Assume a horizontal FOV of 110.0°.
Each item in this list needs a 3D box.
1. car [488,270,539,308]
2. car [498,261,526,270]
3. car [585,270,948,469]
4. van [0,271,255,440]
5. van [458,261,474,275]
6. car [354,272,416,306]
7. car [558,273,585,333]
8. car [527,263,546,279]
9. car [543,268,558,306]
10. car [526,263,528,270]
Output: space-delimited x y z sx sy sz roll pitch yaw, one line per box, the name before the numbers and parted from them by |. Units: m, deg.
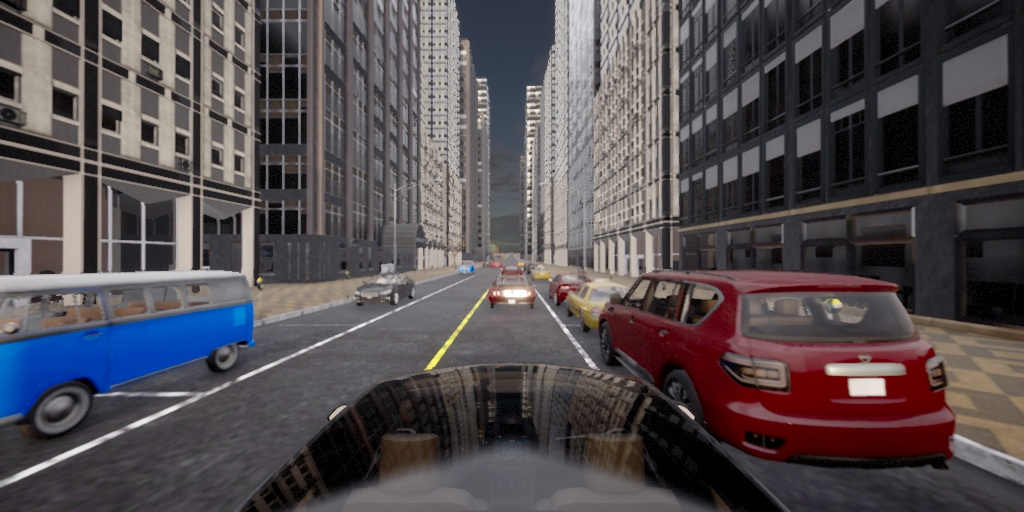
car | 0.000 1.480 15.948 1.895 1.301 4.718 0 0 0
car | 0.002 1.492 31.331 1.882 1.535 5.008 0 0 0
car | 2.689 1.095 5.091 2.192 1.841 5.009 0 0 0
van | -5.691 1.122 5.095 1.690 1.789 3.998 0 0 0
van | -5.694 1.469 44.982 1.690 1.789 3.998 0 0 0
car | -5.692 1.435 16.489 2.007 1.370 4.403 0 0 0
car | 2.689 1.358 10.959 1.751 1.417 4.829 0 0 0
car | 2.687 1.558 33.752 1.751 1.417 4.829 0 0 0
car | 2.688 1.429 16.487 1.888 1.381 4.507 0 0 0
car | 2.686 1.694 44.979 1.948 1.339 4.313 0 0 0
